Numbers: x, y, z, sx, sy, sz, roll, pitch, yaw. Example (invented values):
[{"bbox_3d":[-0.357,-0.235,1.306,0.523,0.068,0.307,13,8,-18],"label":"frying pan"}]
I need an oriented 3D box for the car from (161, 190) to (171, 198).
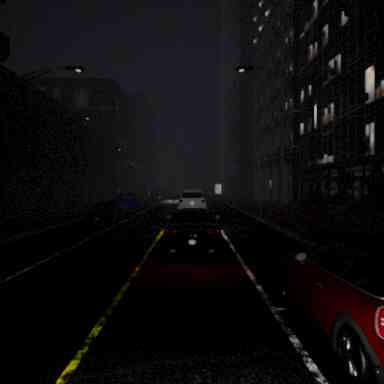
[{"bbox_3d":[-5.670,0.382,72.999,1.967,1.590,4.097,0,1,0],"label":"car"}]

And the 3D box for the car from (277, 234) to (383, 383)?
[{"bbox_3d":[2.691,1.361,5.219,1.967,1.590,4.097,0,1,0],"label":"car"}]

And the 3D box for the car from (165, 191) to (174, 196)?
[{"bbox_3d":[-5.667,0.334,84.295,2.008,1.369,4.403,0,1,0],"label":"car"}]

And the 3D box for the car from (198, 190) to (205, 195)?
[{"bbox_3d":[2.716,0.193,95.590,1.947,1.339,4.313,0,1,0],"label":"car"}]

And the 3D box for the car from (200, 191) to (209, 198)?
[{"bbox_3d":[2.710,0.464,73.168,1.752,1.417,4.829,0,1,0],"label":"car"}]

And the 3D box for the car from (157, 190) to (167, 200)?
[{"bbox_3d":[-5.675,0.762,56.056,1.802,1.307,4.206,0,1,0],"label":"car"}]

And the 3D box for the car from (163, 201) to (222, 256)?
[{"bbox_3d":[0.037,1.294,12.304,1.882,1.535,5.008,0,1,1],"label":"car"}]

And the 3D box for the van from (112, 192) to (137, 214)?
[{"bbox_3d":[-5.682,0.929,27.813,1.690,1.788,3.998,0,1,0],"label":"van"}]

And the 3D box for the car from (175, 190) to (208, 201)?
[{"bbox_3d":[0.041,0.821,27.164,2.150,2.045,5.566,0,1,0],"label":"car"}]

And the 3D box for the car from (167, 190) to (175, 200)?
[{"bbox_3d":[-3.035,0.747,58.482,1.895,1.301,4.718,0,1,1],"label":"car"}]

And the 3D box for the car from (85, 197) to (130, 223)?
[{"bbox_3d":[-5.685,1.237,22.168,1.947,1.339,4.313,0,1,0],"label":"car"}]

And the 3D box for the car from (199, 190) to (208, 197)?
[{"bbox_3d":[2.712,0.302,78.643,1.967,1.590,4.097,0,1,0],"label":"car"}]

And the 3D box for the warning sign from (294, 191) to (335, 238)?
[{"bbox_3d":[5.071,0.910,13.803,1.300,1.860,1.060,0,1,0],"label":"warning sign"}]

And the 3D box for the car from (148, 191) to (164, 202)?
[{"bbox_3d":[-5.677,0.842,50.408,1.802,1.307,4.206,0,1,0],"label":"car"}]
